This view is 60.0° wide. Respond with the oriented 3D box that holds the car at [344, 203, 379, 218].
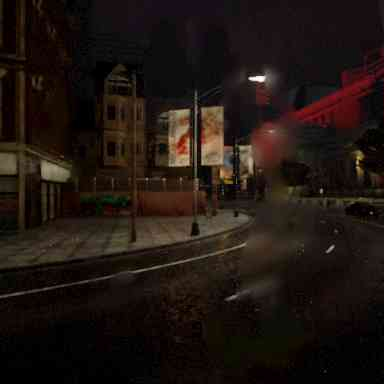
[{"bbox_3d":[16.658,1.774,32.851,1.812,1.442,4.674,0,0,4],"label":"car"}]
